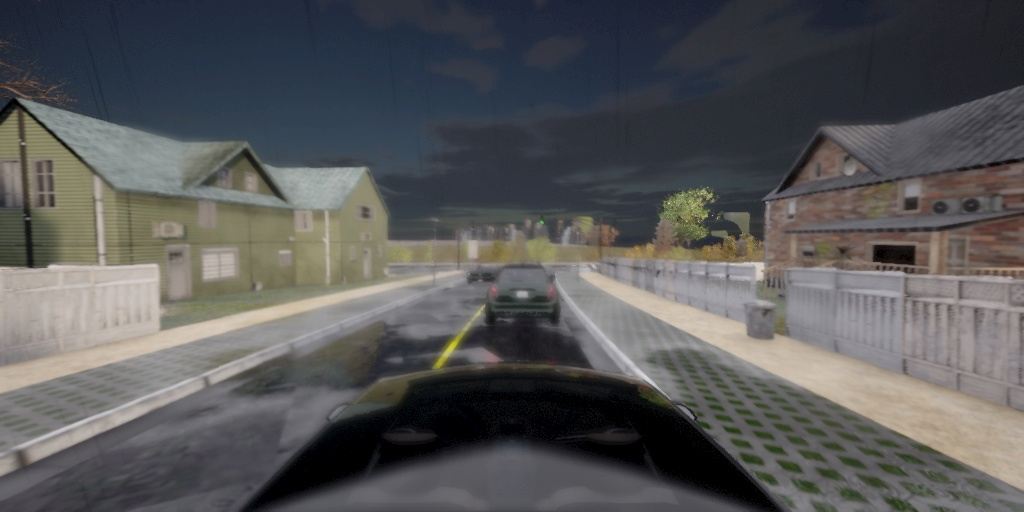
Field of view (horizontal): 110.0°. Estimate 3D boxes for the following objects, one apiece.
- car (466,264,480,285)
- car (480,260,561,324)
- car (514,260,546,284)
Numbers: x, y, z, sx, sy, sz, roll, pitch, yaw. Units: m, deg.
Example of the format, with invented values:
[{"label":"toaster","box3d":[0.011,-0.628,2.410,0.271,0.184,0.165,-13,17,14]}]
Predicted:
[{"label":"car","box3d":[-1.720,1.173,23.956,1.895,1.301,4.718,0,0,6]},{"label":"car","box3d":[0.384,1.023,11.746,2.097,1.767,4.553,0,1,3]},{"label":"car","box3d":[1.423,1.063,26.236,2.128,1.511,4.902,0,0,6]}]
